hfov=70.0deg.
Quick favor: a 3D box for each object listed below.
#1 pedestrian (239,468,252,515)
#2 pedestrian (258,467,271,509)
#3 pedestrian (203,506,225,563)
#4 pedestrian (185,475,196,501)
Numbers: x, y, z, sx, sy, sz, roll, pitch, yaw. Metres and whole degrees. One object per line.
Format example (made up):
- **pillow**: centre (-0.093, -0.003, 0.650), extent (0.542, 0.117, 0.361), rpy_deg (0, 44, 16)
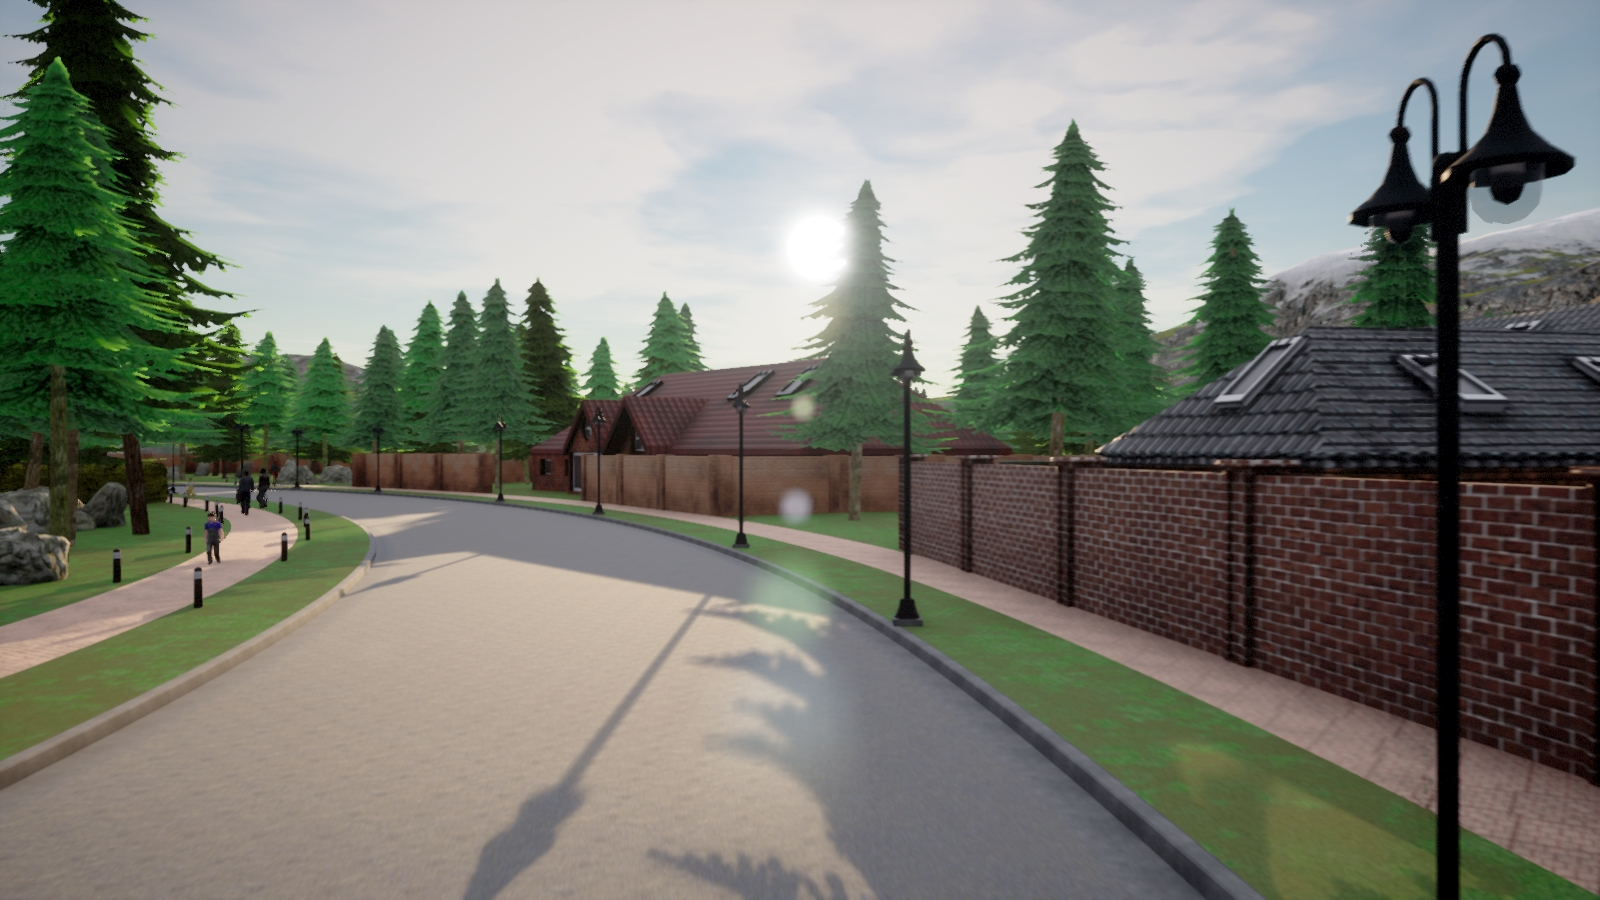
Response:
- **pedestrian**: centre (-22.205, 1.672, 45.747), extent (0.375, 1.860, 0.375), rpy_deg (0, 0, -37)
- **pedestrian**: centre (-23.741, 1.673, 50.674), extent (0.375, 1.860, 0.375), rpy_deg (0, 0, 21)
- **pedestrian**: centre (-13.582, 1.949, 26.485), extent (0.375, 1.300, 0.375), rpy_deg (0, 0, -14)
- **pedestrian**: centre (-31.149, 1.956, 58.383), extent (0.375, 1.300, 0.375), rpy_deg (0, 0, 37)
